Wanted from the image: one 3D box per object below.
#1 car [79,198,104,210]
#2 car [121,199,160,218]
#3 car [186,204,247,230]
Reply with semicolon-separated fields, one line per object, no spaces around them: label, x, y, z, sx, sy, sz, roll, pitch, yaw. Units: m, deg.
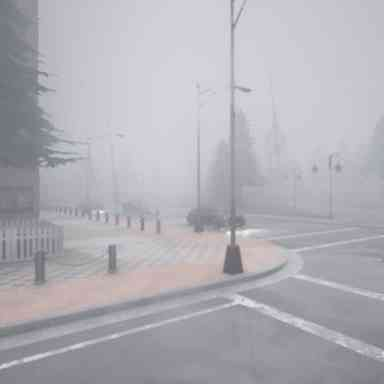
car;-12.147;1.467;40.053;1.994;1.385;4.181;0;0;-35
car;-4.564;1.397;29.165;2.128;1.511;4.902;0;0;-35
car;1.414;1.471;20.599;1.994;1.385;4.181;0;0;-35
